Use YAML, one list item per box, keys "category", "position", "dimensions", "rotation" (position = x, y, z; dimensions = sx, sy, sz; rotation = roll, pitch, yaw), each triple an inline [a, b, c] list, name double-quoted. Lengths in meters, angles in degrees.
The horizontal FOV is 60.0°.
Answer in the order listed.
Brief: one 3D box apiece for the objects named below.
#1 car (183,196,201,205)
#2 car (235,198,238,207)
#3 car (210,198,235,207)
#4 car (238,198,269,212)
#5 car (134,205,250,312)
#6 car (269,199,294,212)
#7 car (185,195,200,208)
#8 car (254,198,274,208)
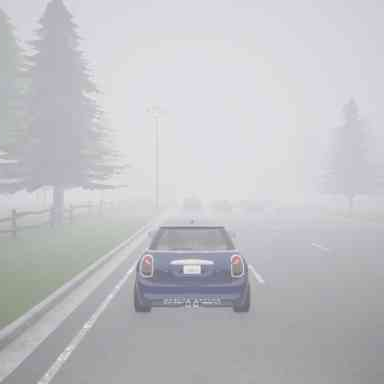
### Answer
- category: "car"
  position: [0.011, 1.352, 38.879]
  dimensions: [2.097, 1.767, 4.553]
  rotation: [0, 0, 0]
- category: "car"
  position: [7.014, 1.564, 48.911]
  dimensions: [1.994, 1.385, 4.181]
  rotation: [0, 0, 0]
- category: "car"
  position: [3.511, 1.564, 38.908]
  dimensions: [1.994, 1.385, 4.181]
  rotation: [0, 0, 0]
- category: "car"
  position: [7.011, 1.547, 38.491]
  dimensions: [2.033, 1.411, 5.357]
  rotation: [0, 0, 0]
- category: "car"
  position: [0.002, 1.352, 7.842]
  dimensions: [2.097, 1.767, 4.553]
  rotation: [0, 0, 0]
- category: "car"
  position: [10.511, 1.526, 38.906]
  dimensions: [1.812, 1.442, 4.674]
  rotation: [0, 0, 0]
- category: "car"
  position: [0.014, 1.352, 48.883]
  dimensions: [2.097, 1.767, 4.553]
  rotation: [0, 0, 0]
- category: "car"
  position: [10.514, 1.564, 48.910]
  dimensions: [1.994, 1.385, 4.181]
  rotation: [0, 0, 0]
